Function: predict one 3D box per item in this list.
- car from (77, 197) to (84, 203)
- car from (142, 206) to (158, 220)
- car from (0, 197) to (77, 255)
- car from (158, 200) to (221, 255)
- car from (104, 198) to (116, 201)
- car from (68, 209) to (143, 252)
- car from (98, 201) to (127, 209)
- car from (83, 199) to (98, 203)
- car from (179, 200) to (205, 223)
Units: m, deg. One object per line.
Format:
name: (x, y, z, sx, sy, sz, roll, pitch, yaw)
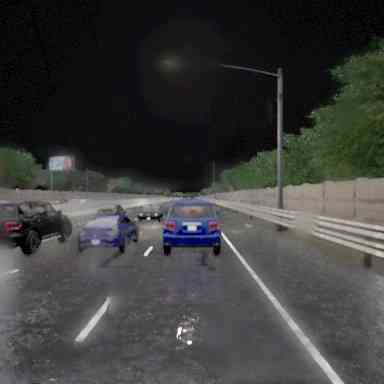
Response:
car: (-24.509, 2.007, 70.967, 2.150, 2.045, 5.566, 0, -1, 0)
car: (-3.501, 1.892, 29.131, 1.895, 1.301, 4.718, 0, -1, 0)
car: (-7.000, 1.353, 14.032, 2.150, 2.045, 5.566, 0, 0, 0)
car: (0.000, 1.353, 14.034, 2.150, 2.045, 5.566, 0, 0, 0)
car: (-17.509, 2.138, 71.027, 2.097, 1.767, 4.553, 0, -1, 0)
car: (-3.497, 1.665, 14.401, 1.812, 1.442, 4.674, 0, 0, 0)
car: (-6.999, 1.801, 29.303, 1.837, 1.490, 4.892, 0, 0, 0)
car: (-21.009, 2.335, 70.994, 1.994, 1.385, 4.181, 0, -1, 0)
car: (0.000, 1.641, 29.099, 2.097, 1.767, 4.553, 0, -1, 0)
